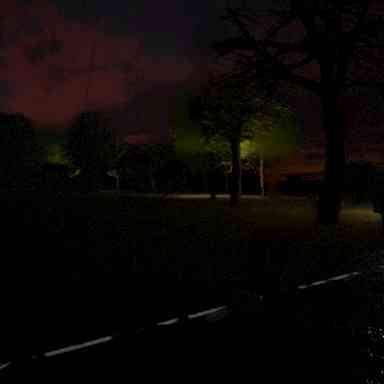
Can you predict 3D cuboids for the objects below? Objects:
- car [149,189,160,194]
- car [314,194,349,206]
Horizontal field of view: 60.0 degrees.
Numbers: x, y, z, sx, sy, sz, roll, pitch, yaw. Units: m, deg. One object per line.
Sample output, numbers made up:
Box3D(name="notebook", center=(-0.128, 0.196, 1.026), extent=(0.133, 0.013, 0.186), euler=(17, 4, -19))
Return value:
Box3D(name="car", center=(-10.720, -0.234, 94.778), extent=(1.994, 1.385, 4.181), euler=(-1, 2, -29))
Box3D(name="car", center=(19.655, 1.023, 46.774), extent=(2.097, 1.767, 4.553), euler=(-1, 2, -35))
